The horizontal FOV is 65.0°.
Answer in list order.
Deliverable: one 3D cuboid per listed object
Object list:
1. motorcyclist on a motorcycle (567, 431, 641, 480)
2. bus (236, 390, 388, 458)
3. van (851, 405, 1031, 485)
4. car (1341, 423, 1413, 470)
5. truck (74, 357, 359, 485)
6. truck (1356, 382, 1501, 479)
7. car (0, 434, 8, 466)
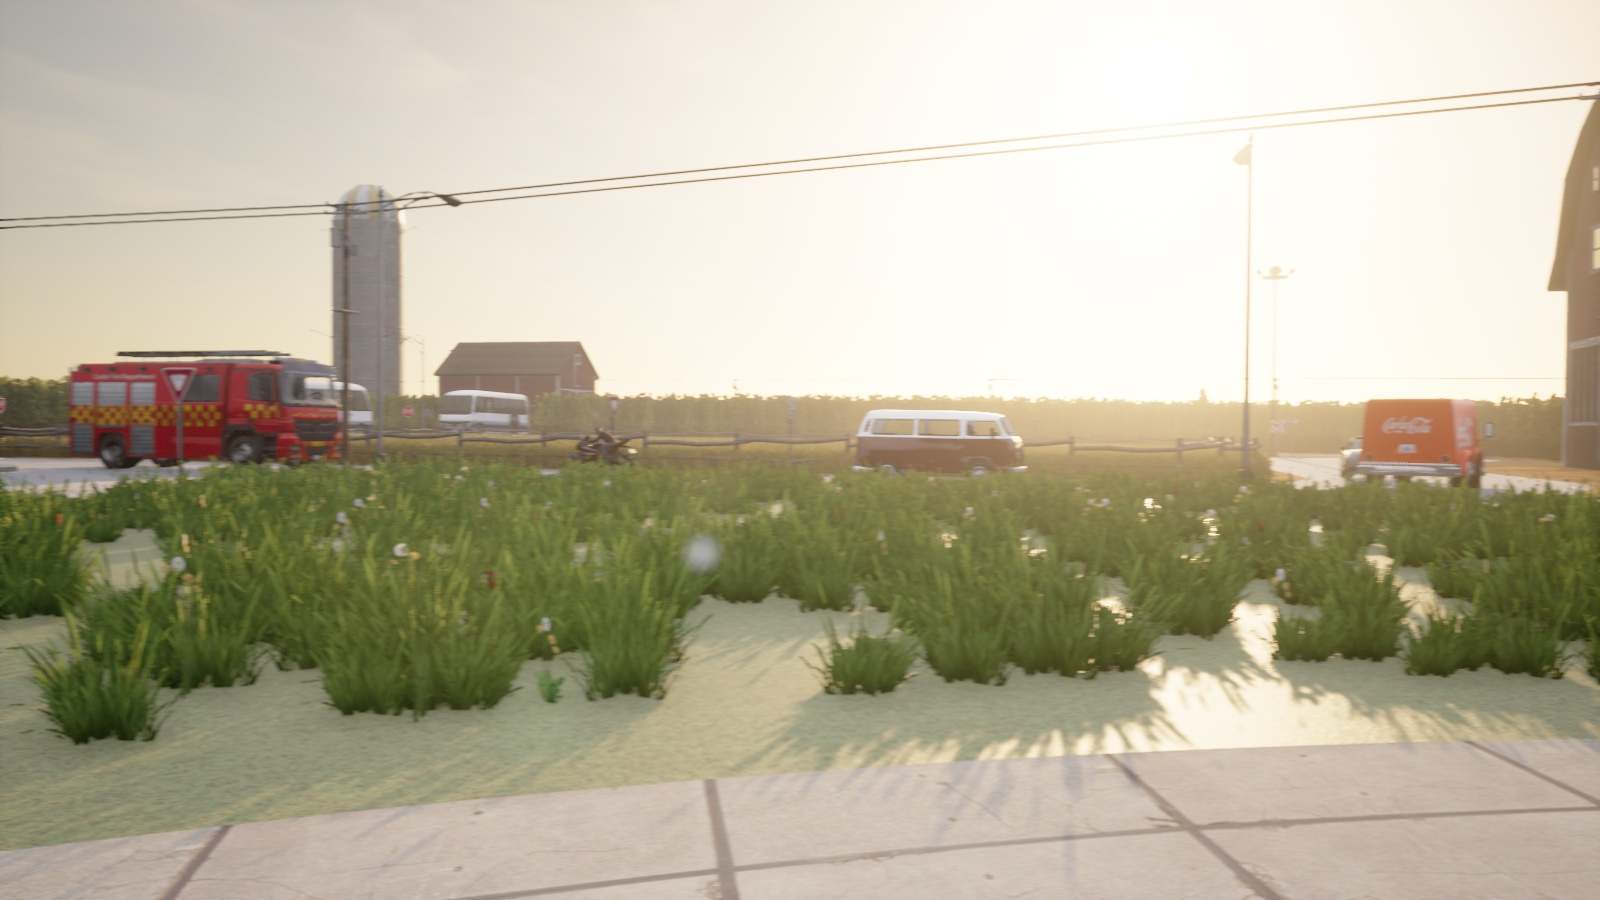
[{"bbox_3d":[-6.284,0.178,40.296,2.191,1.530,0.866,0,1,17],"label":"motorcyclist on a motorcycle"},{"bbox_3d":[-32.541,-1.796,84.386,3.944,4.253,10.273,0,2,17],"label":"bus"},{"bbox_3d":[3.805,-0.132,33.629,4.480,2.038,2.069,0,1,16],"label":"van"},{"bbox_3d":[18.858,-0.144,41.182,1.812,1.442,4.674,0,1,21],"label":"car"},{"bbox_3d":[-18.731,-0.877,40.355,8.468,3.827,2.891,0,1,17],"label":"truck"},{"bbox_3d":[17.475,-0.529,34.757,2.627,2.467,5.204,0,1,38],"label":"truck"},{"bbox_3d":[-42.245,0.054,63.022,1.851,1.617,3.988,0,1,17],"label":"car"}]
